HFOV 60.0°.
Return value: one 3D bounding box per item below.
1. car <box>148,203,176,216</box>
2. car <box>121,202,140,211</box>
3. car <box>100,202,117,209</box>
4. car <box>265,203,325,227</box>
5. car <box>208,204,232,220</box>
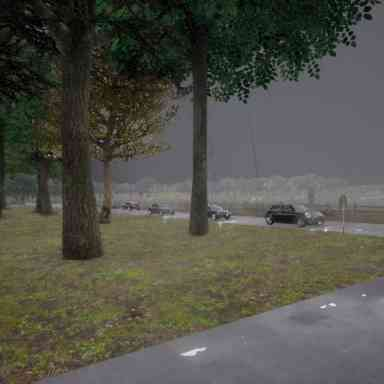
[{"bbox_3d":[-3.950,2.213,42.593,1.837,1.490,4.892,-1,0,-35],"label":"car"},{"bbox_3d":[-10.593,2.435,57.176,1.837,1.490,4.892,-1,0,-35],"label":"car"},{"bbox_3d":[-16.540,2.653,65.651,2.033,1.411,5.357,-1,0,-35],"label":"car"},{"bbox_3d":[7.864,1.687,25.727,2.097,1.767,4.553,-1,0,-35],"label":"car"},{"bbox_3d":[1.997,2.028,34.098,1.837,1.490,4.892,-1,0,-35],"label":"car"}]
